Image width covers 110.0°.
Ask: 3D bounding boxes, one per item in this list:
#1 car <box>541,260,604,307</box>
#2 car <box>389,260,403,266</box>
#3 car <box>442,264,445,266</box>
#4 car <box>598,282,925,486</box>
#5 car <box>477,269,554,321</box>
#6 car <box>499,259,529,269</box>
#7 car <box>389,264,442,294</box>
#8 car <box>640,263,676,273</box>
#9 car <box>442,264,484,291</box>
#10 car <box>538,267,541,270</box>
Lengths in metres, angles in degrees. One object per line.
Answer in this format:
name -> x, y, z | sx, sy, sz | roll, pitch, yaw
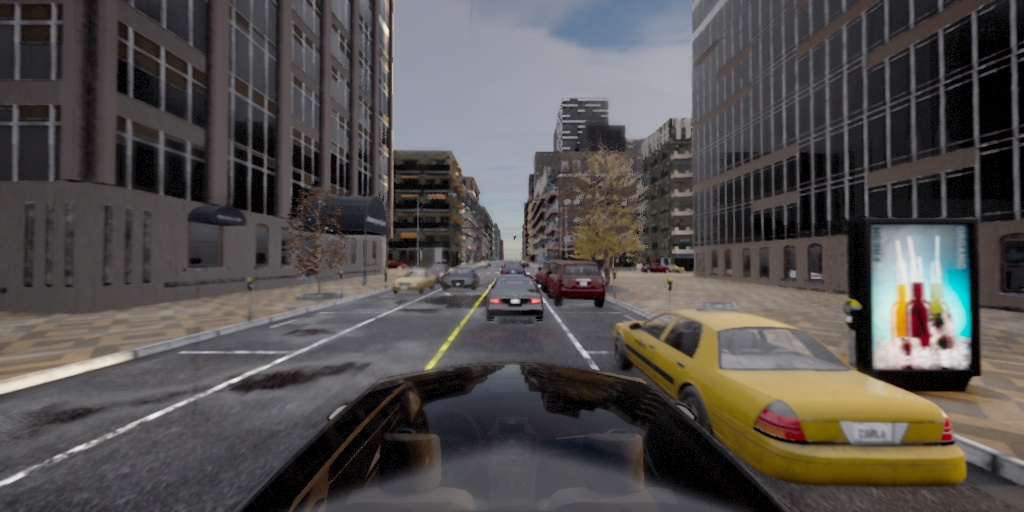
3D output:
car -> 2.691, 1.144, 15.931 | 2.192, 1.841, 5.009 | 0, 0, 0
car -> -17.262, 1.290, 51.437 | 4.507, 1.381, 1.888 | 0, 0, 0
car -> -5.689, 1.332, 27.052 | 1.967, 1.591, 4.097 | 0, 0, 0
car -> 2.692, 1.293, 4.983 | 1.751, 1.417, 4.829 | 0, 0, 0
car -> 0.095, 1.359, 12.761 | 2.033, 1.411, 5.357 | 0, 0, 0
car -> 0.094, 1.264, 30.451 | 2.097, 1.767, 4.553 | 0, 0, 0
car -> -5.689, 1.387, 21.322 | 1.751, 1.417, 4.829 | 0, 0, 0
car -> 20.835, 1.779, 51.754 | 4.097, 1.591, 1.967 | 0, 0, 0
car -> -3.098, 1.431, 22.578 | 1.994, 1.385, 4.181 | 0, 0, 0
car -> 2.691, 1.175, 21.491 | 2.192, 1.841, 5.009 | 0, 0, 0
